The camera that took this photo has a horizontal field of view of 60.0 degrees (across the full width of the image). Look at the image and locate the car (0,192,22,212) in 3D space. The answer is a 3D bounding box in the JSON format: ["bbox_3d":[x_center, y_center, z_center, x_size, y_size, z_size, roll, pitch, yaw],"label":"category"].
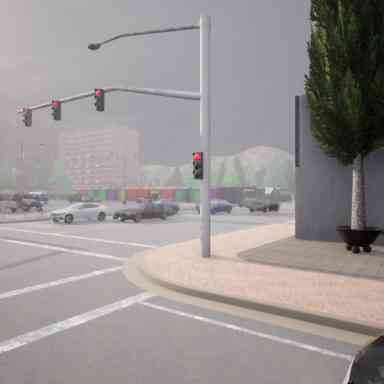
[{"bbox_3d":[-19.895,1.153,34.131,4.605,1.855,1.932,0,0,35],"label":"car"}]

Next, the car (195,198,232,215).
[{"bbox_3d":[2.460,1.526,34.535,1.812,1.442,4.674,0,0,37],"label":"car"}]

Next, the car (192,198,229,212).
[{"bbox_3d":[2.341,1.491,40.240,2.128,1.511,4.902,0,0,37],"label":"car"}]

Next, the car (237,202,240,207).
[{"bbox_3d":[8.680,1.547,48.682,2.033,1.411,5.357,0,0,37],"label":"car"}]

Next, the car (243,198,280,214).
[{"bbox_3d":[7.846,1.491,35.585,2.128,1.511,4.902,0,0,37],"label":"car"}]

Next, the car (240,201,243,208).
[{"bbox_3d":[8.756,1.547,42.974,2.033,1.411,5.357,0,0,37],"label":"car"}]

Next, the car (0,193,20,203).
[{"bbox_3d":[-36.716,1.153,66.760,4.605,1.855,1.932,0,0,35],"label":"car"}]

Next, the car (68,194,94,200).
[{"bbox_3d":[-21.211,1.153,62.604,4.605,1.855,1.932,0,0,35],"label":"car"}]

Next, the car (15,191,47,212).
[{"bbox_3d":[-18.181,1.156,36.463,3.866,1.878,1.905,0,0,35],"label":"car"}]

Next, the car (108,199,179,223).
[{"bbox_3d":[-3.685,1.547,26.272,2.033,1.411,5.357,0,0,36],"label":"car"}]

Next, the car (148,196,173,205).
[{"bbox_3d":[-5.210,1.395,54.872,3.806,1.475,1.970,0,0,35],"label":"car"}]

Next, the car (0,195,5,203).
[{"bbox_3d":[-38.223,1.364,64.539,3.905,1.438,1.784,0,0,35],"label":"car"}]

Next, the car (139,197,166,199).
[{"bbox_3d":[-3.136,1.526,32.879,1.812,1.442,4.674,0,0,37],"label":"car"}]

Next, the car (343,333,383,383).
[{"bbox_3d":[3.375,1.492,1.558,4.902,1.511,2.128,0,0,36],"label":"car"}]

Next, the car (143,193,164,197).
[{"bbox_3d":[-6.889,1.156,52.513,3.866,1.878,1.905,0,0,35],"label":"car"}]

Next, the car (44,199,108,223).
[{"bbox_3d":[-8.523,1.526,25.537,1.812,1.442,4.674,0,0,38],"label":"car"}]

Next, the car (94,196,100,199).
[{"bbox_3d":[-19.488,1.364,64.933,3.905,1.438,1.784,0,0,35],"label":"car"}]
